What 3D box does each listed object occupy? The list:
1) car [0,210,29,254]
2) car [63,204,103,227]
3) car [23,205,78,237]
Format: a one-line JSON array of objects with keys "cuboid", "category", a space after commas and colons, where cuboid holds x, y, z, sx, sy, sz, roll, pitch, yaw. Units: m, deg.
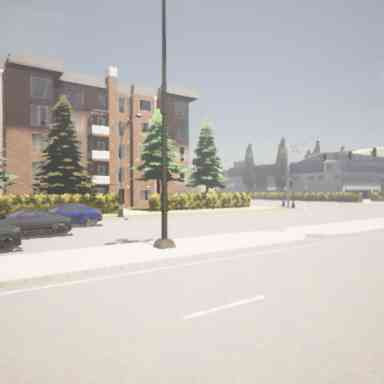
[{"cuboid": [-8.490, 1.564, 12.063, 4.181, 1.385, 1.994, 0, 0, -35], "category": "car"}, {"cuboid": [-8.010, 1.505, 20.979, 4.674, 1.442, 1.812, 0, 0, -36], "category": "car"}, {"cuboid": [-8.207, 1.553, 16.557, 4.181, 1.385, 1.994, 0, 0, -35], "category": "car"}]
